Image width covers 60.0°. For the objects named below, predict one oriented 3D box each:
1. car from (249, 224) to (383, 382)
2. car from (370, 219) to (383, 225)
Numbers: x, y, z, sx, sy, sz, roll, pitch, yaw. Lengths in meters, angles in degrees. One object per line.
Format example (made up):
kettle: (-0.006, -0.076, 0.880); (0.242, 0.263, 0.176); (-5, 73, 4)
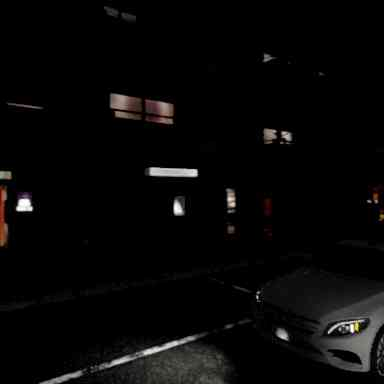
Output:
car: (3.033, 1.511, 5.533); (4.674, 1.442, 1.812); (0, 0, -35)
car: (7.791, 1.518, 12.122); (4.403, 1.369, 2.008); (0, 0, -35)
